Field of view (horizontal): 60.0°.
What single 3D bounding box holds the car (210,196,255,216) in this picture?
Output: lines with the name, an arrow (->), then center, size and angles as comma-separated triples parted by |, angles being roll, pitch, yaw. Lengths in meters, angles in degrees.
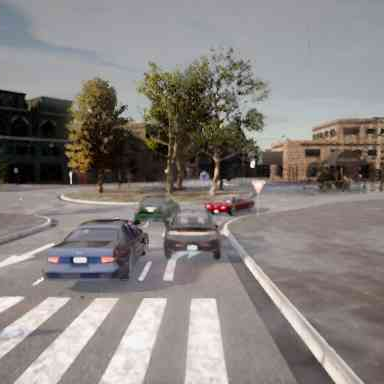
car -> 2.974, 0.917, 24.942 | 1.895, 1.301, 4.718 | 3, 6, 36

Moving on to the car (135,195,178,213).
car -> -2.010, 0.947, 20.559 | 2.097, 1.767, 4.553 | 0, 2, 7

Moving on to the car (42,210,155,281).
car -> -2.469, 1.499, 9.786 | 2.033, 1.411, 5.357 | 0, 1, 0

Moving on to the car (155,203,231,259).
car -> 0.030, 1.394, 12.302 | 2.128, 1.511, 4.902 | 0, 1, 0
